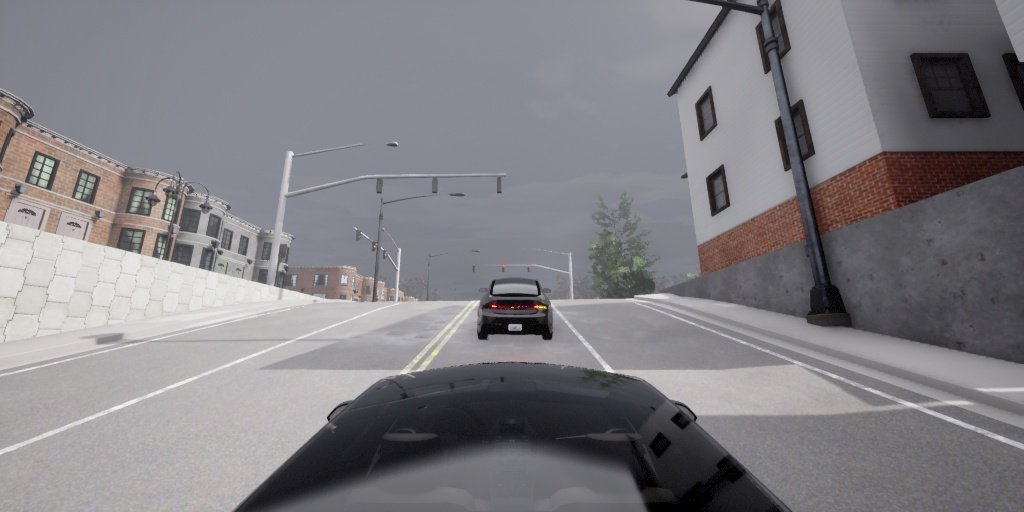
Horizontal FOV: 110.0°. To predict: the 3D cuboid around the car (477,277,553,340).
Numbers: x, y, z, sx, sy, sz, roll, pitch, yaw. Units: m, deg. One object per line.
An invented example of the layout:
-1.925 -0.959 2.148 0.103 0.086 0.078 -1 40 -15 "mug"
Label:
0.087 1.352 10.353 1.837 1.490 4.892 0 0 0 "car"
